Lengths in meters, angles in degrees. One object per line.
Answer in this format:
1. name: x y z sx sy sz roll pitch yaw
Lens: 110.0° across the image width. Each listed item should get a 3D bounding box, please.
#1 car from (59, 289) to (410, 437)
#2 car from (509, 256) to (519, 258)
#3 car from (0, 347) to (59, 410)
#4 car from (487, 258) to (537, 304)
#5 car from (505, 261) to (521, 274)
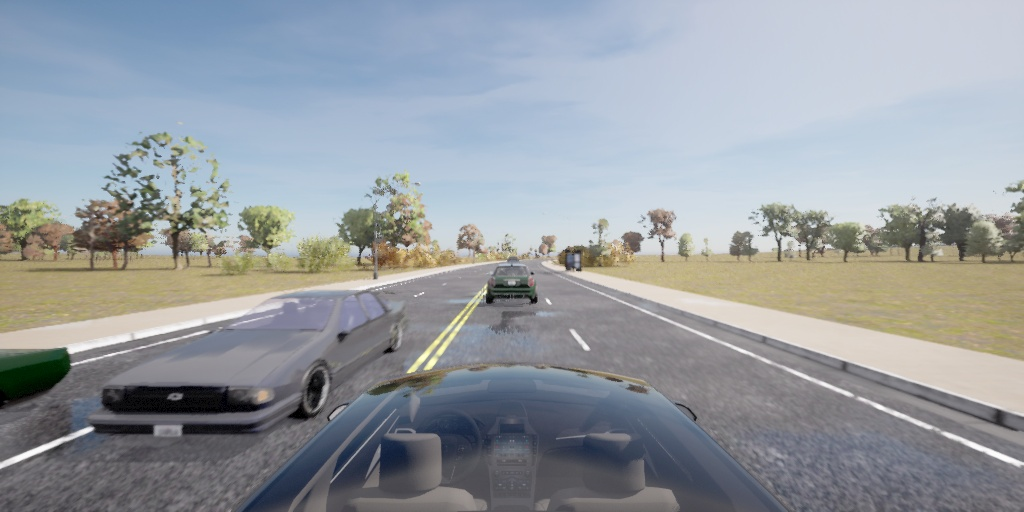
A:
1. car: -3.294 1.306 6.119 2.033 1.411 5.357 0 0 1
2. car: 0.310 1.084 61.598 2.150 2.045 5.566 0 0 2
3. car: -6.571 1.352 2.298 1.895 1.301 4.718 0 0 0
4. car: -0.010 1.131 16.766 2.097 1.767 4.553 0 0 0
5. car: 0.087 1.334 42.965 1.837 1.490 4.892 0 0 0
